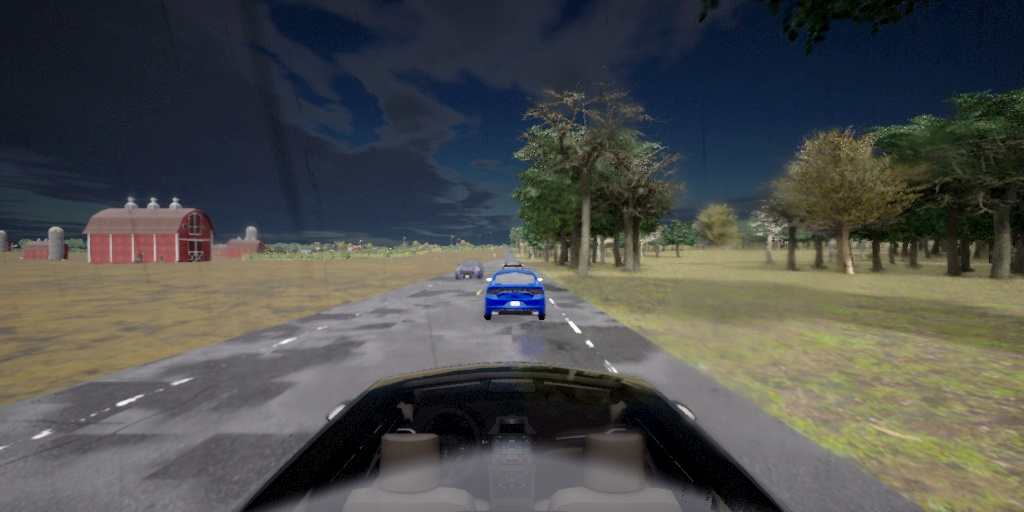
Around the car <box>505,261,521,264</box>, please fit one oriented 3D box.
[{"bbox_3d":[0.078,1.149,31.536,2.128,1.511,4.902,0,0,0],"label":"car"}]

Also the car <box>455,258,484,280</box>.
[{"bbox_3d":[-3.521,1.014,30.395,2.097,1.767,4.553,0,0,0],"label":"car"}]

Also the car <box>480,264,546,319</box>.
[{"bbox_3d":[0.094,1.209,12.744,1.882,1.535,5.008,0,0,0],"label":"car"}]
